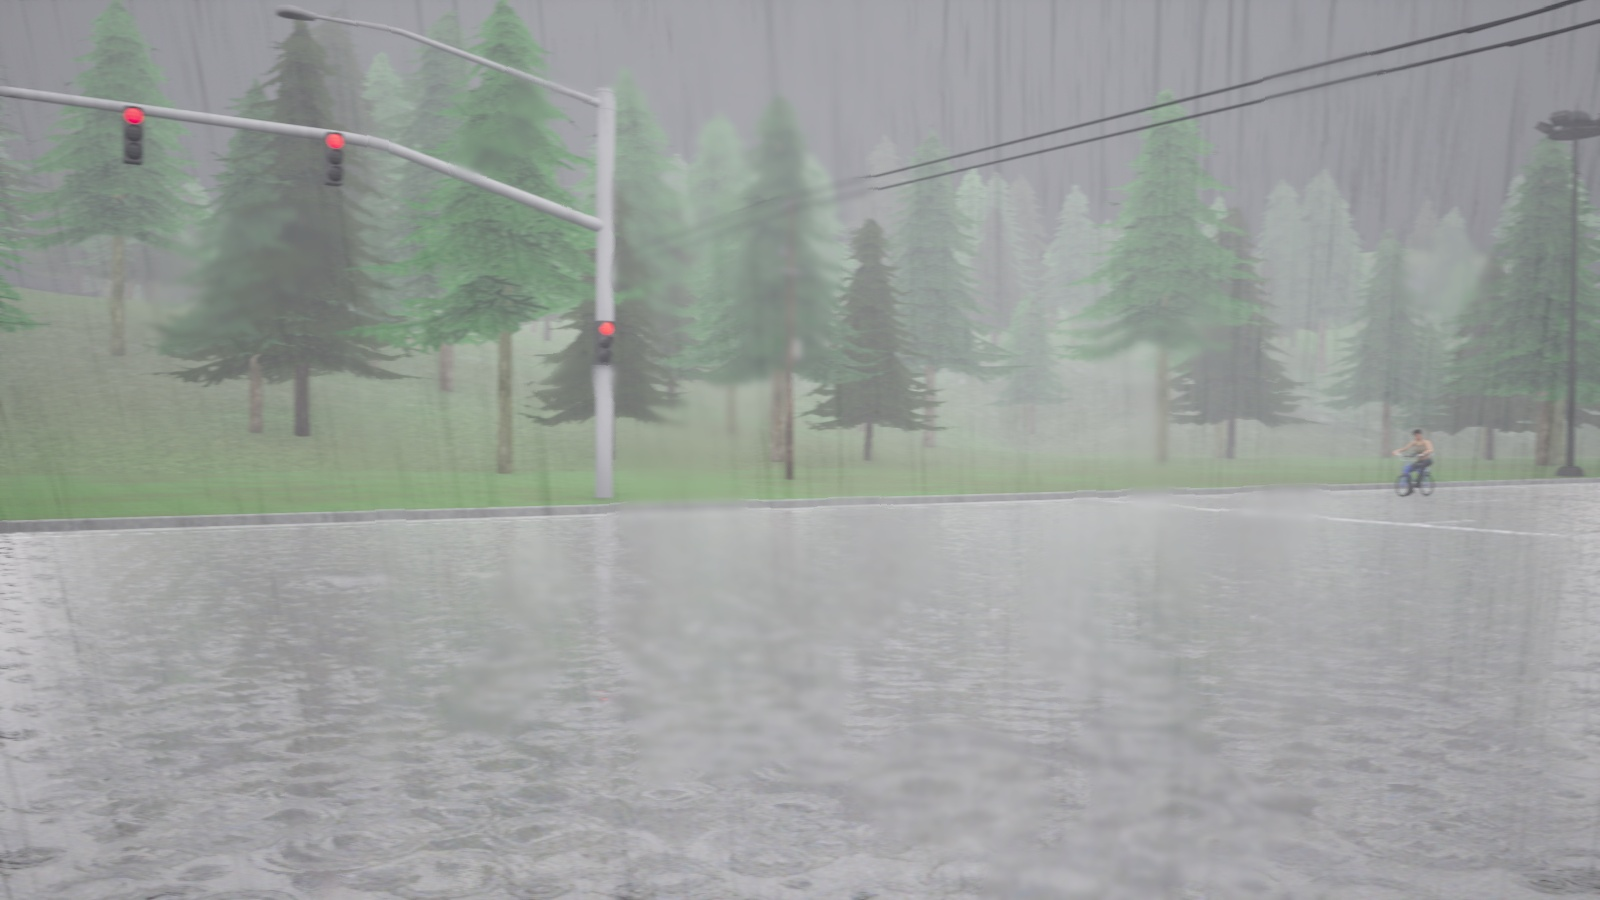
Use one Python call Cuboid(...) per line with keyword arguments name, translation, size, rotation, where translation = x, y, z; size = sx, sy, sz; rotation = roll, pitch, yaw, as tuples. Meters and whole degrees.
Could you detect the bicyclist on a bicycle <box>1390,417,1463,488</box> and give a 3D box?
Cuboid(name="bicyclist on a bicycle", translation=(14.782, 0.041, 29.615), size=(1.509, 1.612, 0.866), rotation=(-1, 1, -32))
